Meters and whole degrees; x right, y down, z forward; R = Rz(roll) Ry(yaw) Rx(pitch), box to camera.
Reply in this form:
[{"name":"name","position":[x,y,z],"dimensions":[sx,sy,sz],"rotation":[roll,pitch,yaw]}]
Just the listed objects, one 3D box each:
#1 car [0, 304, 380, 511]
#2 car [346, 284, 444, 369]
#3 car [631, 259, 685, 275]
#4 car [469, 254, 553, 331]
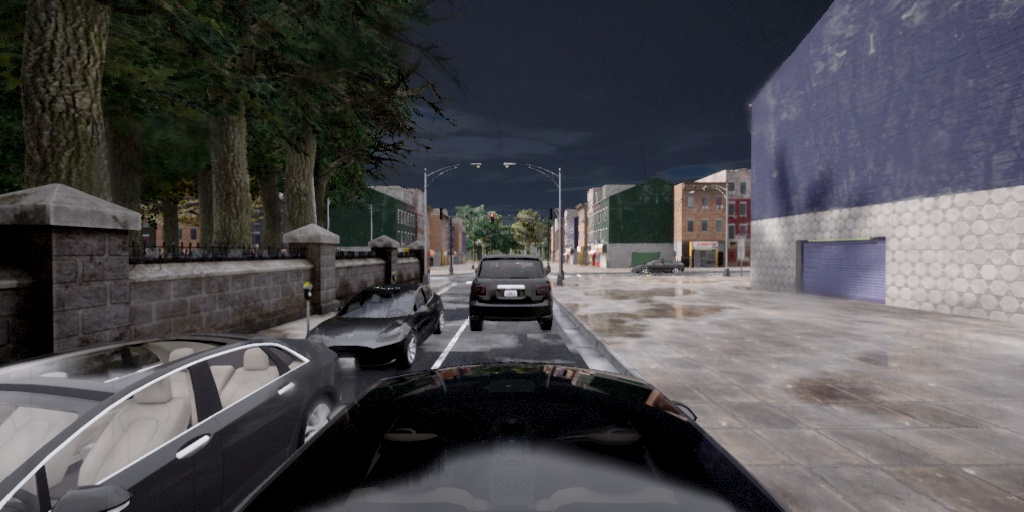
[{"name":"car","position":[-2.641,1.300,2.146],"dimensions":[2.007,1.370,4.403],"rotation":[0,0,0]},{"name":"car","position":[-2.633,1.314,7.834],"dimensions":[1.948,1.339,4.313],"rotation":[0,0,0]},{"name":"car","position":[13.936,1.040,34.399],"dimensions":[4.892,1.490,1.837],"rotation":[-1,1,0]},{"name":"car","position":[-0.010,0.970,11.083],"dimensions":[2.150,2.045,5.566],"rotation":[0,0,0]}]
